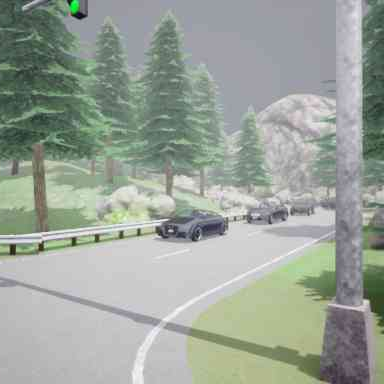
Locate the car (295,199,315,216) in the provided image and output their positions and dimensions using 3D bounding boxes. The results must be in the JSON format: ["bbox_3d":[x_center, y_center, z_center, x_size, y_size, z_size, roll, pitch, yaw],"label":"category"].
[{"bbox_3d":[11.221,1.525,33.591,1.837,1.490,4.892,0,0,27],"label":"car"}]

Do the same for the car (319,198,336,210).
[{"bbox_3d":[18.054,1.537,42.760,1.882,1.535,5.008,2,0,0],"label":"car"}]

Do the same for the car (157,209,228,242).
[{"bbox_3d":[0.157,1.582,16.737,1.994,1.385,4.181,0,0,34],"label":"car"}]

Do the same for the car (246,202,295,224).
[{"bbox_3d":[5.721,1.511,24.980,2.128,1.511,4.902,0,0,34],"label":"car"}]
